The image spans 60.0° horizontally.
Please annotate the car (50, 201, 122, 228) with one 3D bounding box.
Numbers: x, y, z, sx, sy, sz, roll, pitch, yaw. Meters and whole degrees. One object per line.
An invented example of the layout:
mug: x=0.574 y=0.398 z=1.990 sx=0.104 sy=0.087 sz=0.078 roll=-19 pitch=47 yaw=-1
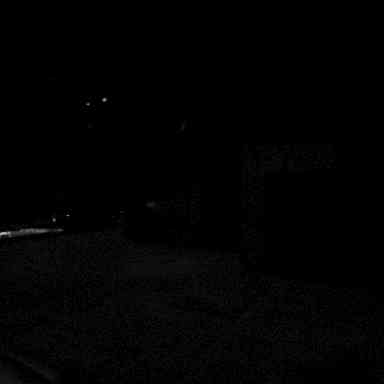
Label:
car: x=-6.742 y=1.375 z=21.587 sx=2.128 sy=1.511 sz=4.902 roll=0 pitch=0 yaw=34
